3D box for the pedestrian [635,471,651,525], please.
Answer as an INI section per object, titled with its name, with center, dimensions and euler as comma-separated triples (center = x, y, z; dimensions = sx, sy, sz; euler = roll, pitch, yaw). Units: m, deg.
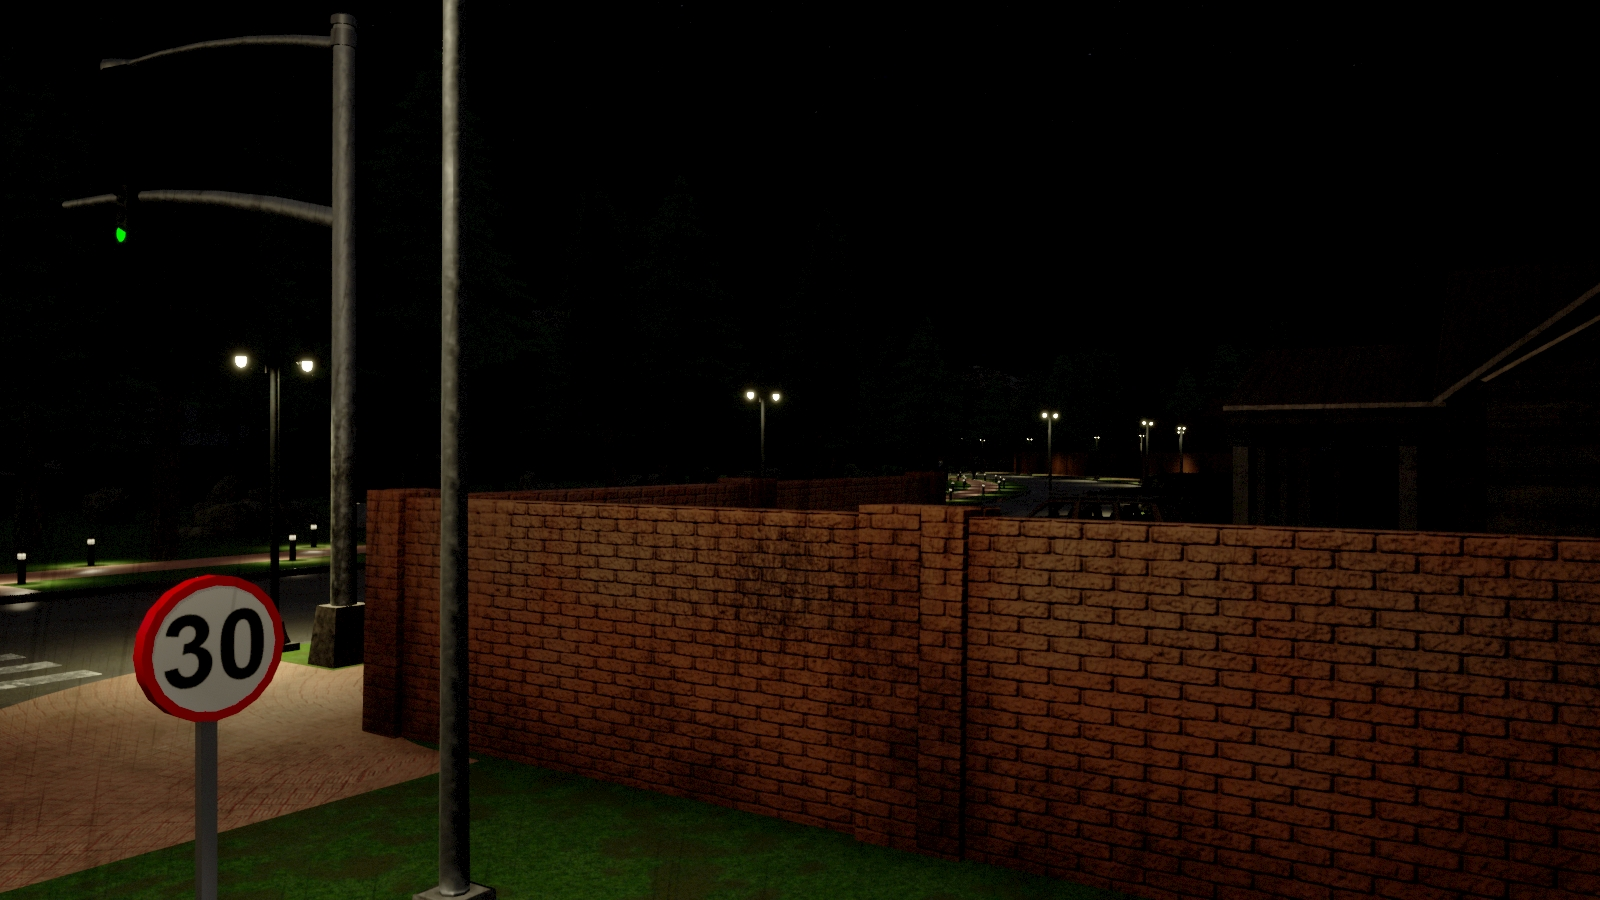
[pedestrian]
center = -5.457, 1.665, 39.692
dimensions = 0.375, 1.860, 0.375
euler = 0, 0, 28
